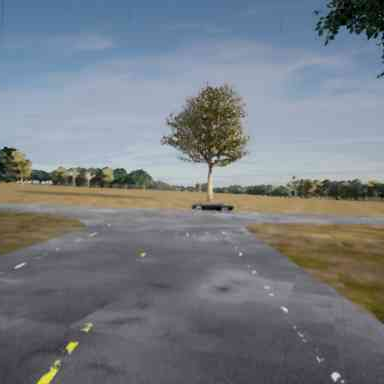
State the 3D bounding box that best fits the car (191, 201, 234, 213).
[{"bbox_3d":[2.268,1.612,37.057,4.718,1.301,1.895,2,0,1],"label":"car"}]
